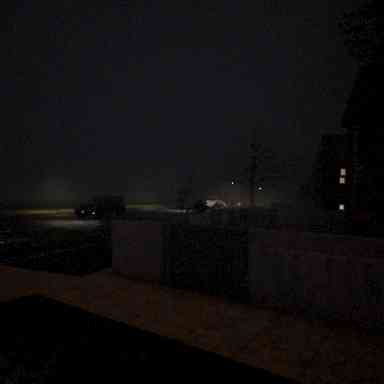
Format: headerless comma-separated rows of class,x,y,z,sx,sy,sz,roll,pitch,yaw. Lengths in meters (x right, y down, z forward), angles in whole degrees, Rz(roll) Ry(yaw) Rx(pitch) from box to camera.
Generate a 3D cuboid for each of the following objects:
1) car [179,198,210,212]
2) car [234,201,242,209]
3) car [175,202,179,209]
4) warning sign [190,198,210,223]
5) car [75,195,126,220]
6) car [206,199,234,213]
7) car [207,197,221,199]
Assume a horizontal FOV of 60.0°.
car,0.565,1.984,45.305,2.033,1.411,5.357,2,0,19
car,6.875,2.211,53.993,2.033,1.411,5.357,2,0,18
car,-1.001,1.933,50.917,1.812,1.442,4.674,2,0,19
warning sign,0.644,1.502,27.194,1.300,1.860,1.060,3,1,20
car,-8.229,1.335,30.544,2.150,2.045,5.566,2,0,20
car,3.777,2.100,44.651,1.994,1.385,4.181,2,0,19
car,3.808,1.792,55.040,2.150,2.045,5.566,2,0,18
